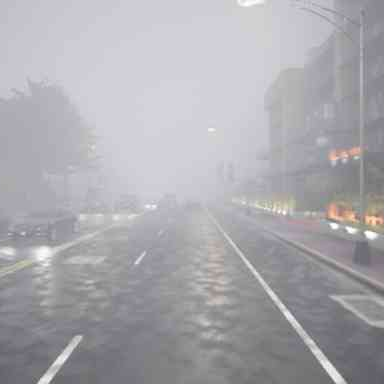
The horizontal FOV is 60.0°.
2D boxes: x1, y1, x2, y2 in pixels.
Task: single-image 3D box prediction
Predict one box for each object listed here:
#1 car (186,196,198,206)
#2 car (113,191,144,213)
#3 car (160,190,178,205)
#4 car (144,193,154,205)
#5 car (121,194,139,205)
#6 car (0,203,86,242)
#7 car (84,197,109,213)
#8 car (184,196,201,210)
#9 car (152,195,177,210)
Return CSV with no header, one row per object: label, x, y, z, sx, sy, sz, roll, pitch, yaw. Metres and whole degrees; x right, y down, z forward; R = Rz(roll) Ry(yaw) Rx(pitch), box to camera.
car,0.020,1.438,53.569,1.882,1.535,5.008,0,0,0
car,-7.078,1.193,36.778,2.150,2.045,5.566,0,0,0
car,-3.480,1.182,53.444,2.150,2.045,5.566,0,0,0
car,-6.989,1.449,58.925,2.128,1.511,4.902,0,0,0
car,-10.511,1.309,56.633,2.097,1.767,4.553,0,0,0
car,-7.093,1.492,16.412,1.837,1.490,4.892,0,0,0
car,-10.577,1.325,36.475,2.097,1.767,4.553,0,0,0
car,0.106,1.494,42.712,1.812,1.442,4.674,0,0,0
car,-3.391,1.516,42.130,2.033,1.411,5.357,0,0,0
